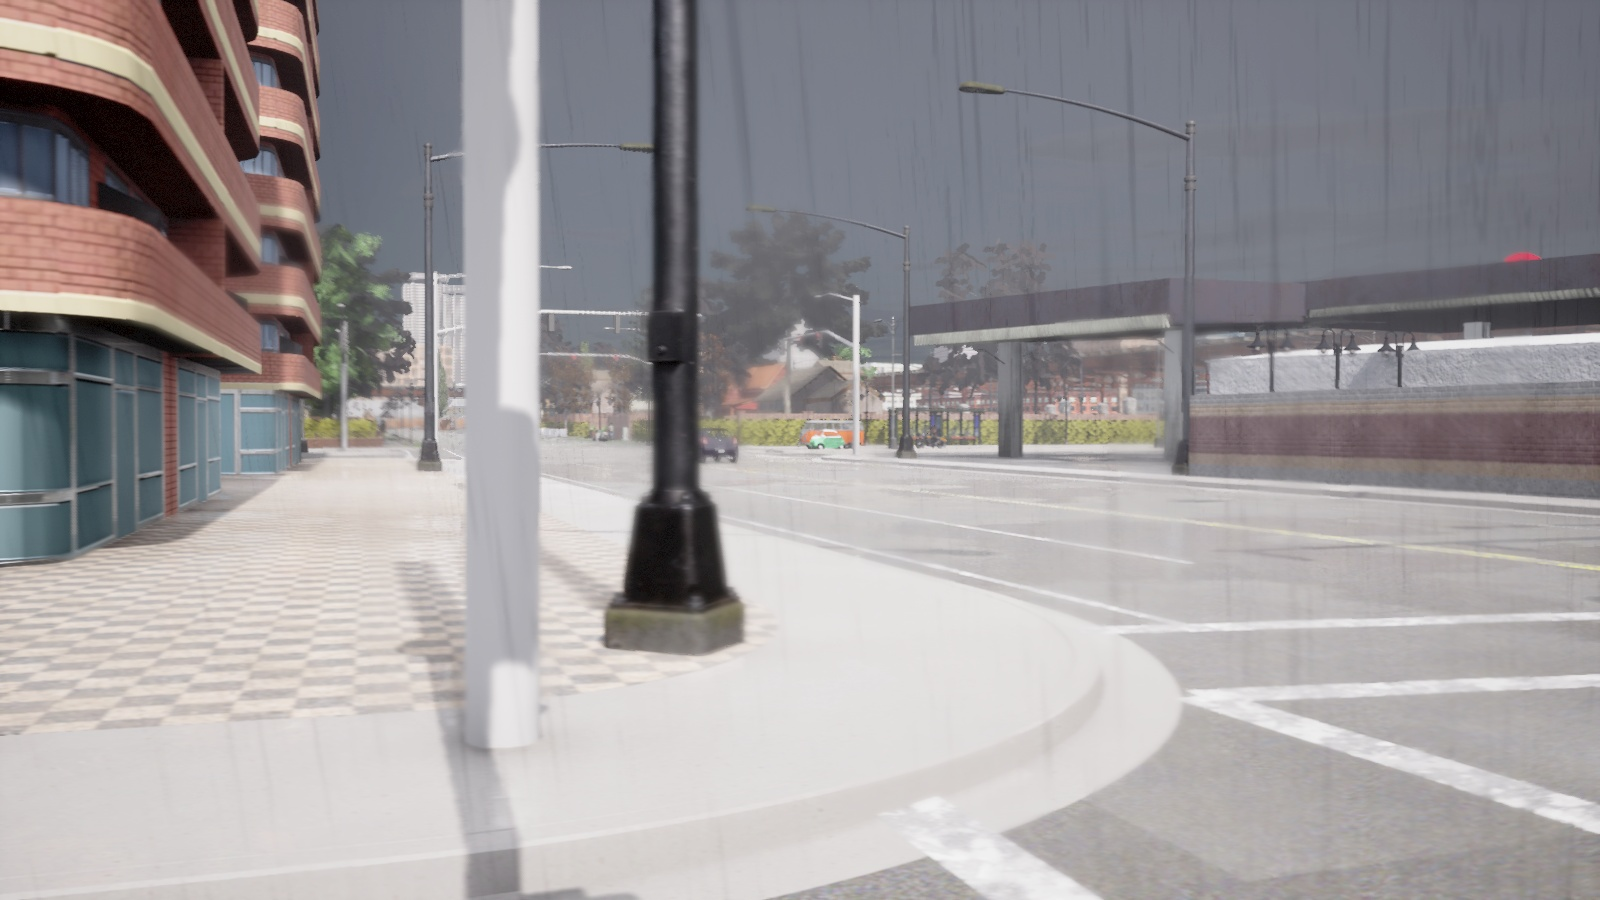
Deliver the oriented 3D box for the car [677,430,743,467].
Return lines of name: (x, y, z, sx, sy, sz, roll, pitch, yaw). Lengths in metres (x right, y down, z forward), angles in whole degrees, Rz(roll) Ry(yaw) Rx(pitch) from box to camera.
car: (-3.938, -0.102, 54.455, 1.845, 1.501, 3.633, -2, 1, -20)

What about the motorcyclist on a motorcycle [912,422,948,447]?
motorcyclist on a motorcycle: (8.965, -1.070, 86.854, 2.350, 1.649, 0.766, -2, 1, -19)

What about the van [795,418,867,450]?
van: (2.075, -1.076, 84.428, 4.442, 1.987, 1.775, -2, 1, -19)

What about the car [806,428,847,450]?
car: (1.677, -0.690, 80.583, 2.207, 1.376, 1.481, -1, 1, -19)
